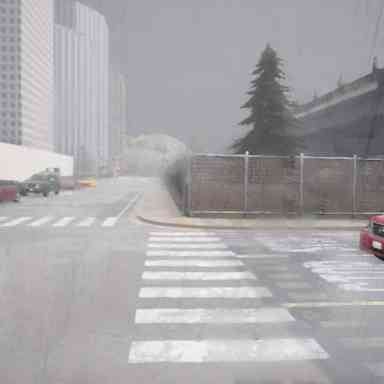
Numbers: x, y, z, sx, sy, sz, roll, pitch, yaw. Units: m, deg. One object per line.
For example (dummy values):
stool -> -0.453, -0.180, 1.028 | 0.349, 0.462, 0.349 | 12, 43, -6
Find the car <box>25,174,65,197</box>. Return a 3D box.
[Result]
car -> -14.054, -0.695, 31.262 | 2.150, 2.045, 5.566 | 1, 3, -6

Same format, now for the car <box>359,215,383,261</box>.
car -> 7.181, 0.949, 8.213 | 5.566, 2.045, 2.150 | 1, 3, -6

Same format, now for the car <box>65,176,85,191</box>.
car -> -15.006, -0.907, 40.980 | 1.812, 1.442, 4.674 | 1, 3, -5

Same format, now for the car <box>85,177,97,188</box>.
car -> -15.978, -1.501, 51.260 | 1.882, 1.535, 5.008 | 1, 3, -6

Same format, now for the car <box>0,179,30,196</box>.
car -> -17.623, -0.464, 31.782 | 2.033, 1.411, 5.357 | 1, 3, -6

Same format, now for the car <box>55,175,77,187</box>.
car -> -19.559, -1.723, 51.792 | 2.097, 1.767, 4.553 | 1, 3, -6

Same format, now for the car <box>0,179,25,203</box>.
car -> -13.096, -0.059, 21.753 | 2.097, 1.767, 4.553 | 1, 3, -6
